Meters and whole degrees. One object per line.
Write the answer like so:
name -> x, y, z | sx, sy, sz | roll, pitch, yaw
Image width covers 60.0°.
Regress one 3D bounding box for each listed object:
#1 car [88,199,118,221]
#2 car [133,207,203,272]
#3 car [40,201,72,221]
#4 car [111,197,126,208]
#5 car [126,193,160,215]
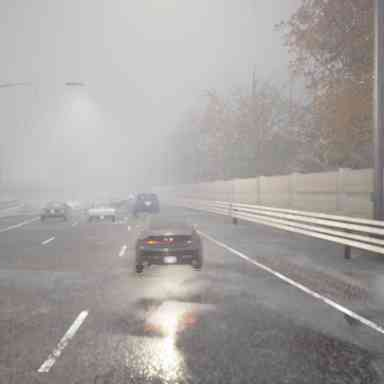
car -> -6.880, 1.472, 25.664 | 1.895, 1.301, 4.718 | 0, 0, -14
car -> -0.783, 1.443, 10.684 | 1.837, 1.490, 4.892 | 0, 0, -6
car -> -10.546, 1.428, 26.029 | 2.033, 1.411, 5.357 | 0, 0, -15
car -> -8.891, 1.305, 42.676 | 1.812, 1.442, 4.674 | 0, 0, -21
car -> -4.256, 1.064, 29.433 | 2.150, 2.045, 5.566 | 0, 0, -15
